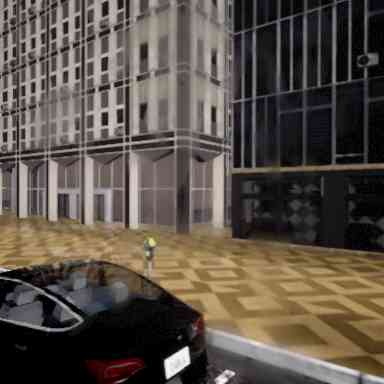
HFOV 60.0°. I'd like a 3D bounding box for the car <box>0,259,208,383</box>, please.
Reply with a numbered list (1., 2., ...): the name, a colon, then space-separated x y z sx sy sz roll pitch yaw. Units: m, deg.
1. car: -1.823 1.538 4.178 4.313 1.339 1.947 1 0 35
